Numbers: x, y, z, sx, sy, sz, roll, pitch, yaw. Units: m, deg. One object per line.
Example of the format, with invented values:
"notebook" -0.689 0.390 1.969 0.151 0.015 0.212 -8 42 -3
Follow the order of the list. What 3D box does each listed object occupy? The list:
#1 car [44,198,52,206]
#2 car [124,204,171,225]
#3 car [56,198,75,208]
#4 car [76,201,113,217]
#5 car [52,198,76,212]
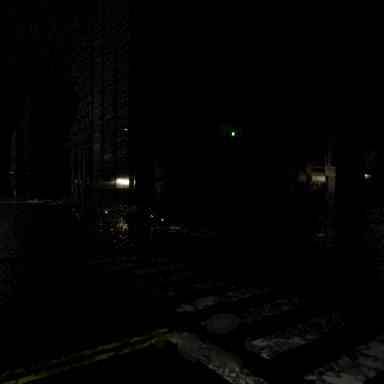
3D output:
"car" -26.468 1.803 62.431 2.128 1.511 4.902 1 -1 -36
"car" -3.386 1.608 24.331 1.812 1.442 4.674 1 -1 -37
"car" -20.676 1.790 54.255 1.812 1.442 4.674 1 -1 -35
"car" -9.327 1.620 32.701 2.128 1.511 4.902 1 -1 -35
"car" -15.470 1.724 41.395 2.033 1.411 5.357 1 -1 -34
